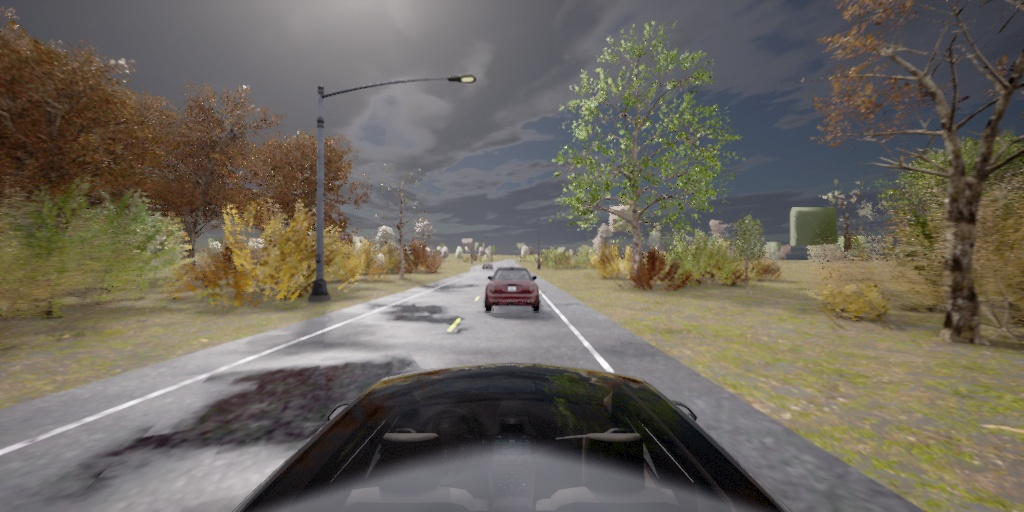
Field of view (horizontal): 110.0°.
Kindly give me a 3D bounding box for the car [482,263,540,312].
[{"bbox_3d":[0.012,1.243,15.269,2.097,1.767,4.553,0,-1,0],"label":"car"}]
